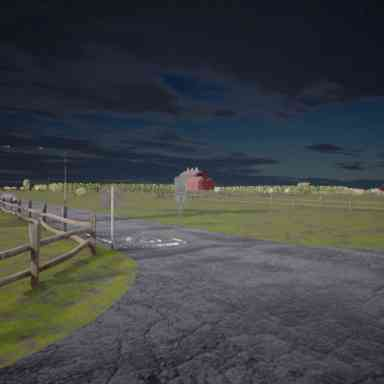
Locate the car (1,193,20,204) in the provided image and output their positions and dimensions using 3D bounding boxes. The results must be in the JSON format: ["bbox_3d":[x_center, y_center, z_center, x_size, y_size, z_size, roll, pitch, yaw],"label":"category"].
[{"bbox_3d":[-24.932,0.845,45.563,2.128,1.511,4.902,1,0,-36],"label":"car"}]
